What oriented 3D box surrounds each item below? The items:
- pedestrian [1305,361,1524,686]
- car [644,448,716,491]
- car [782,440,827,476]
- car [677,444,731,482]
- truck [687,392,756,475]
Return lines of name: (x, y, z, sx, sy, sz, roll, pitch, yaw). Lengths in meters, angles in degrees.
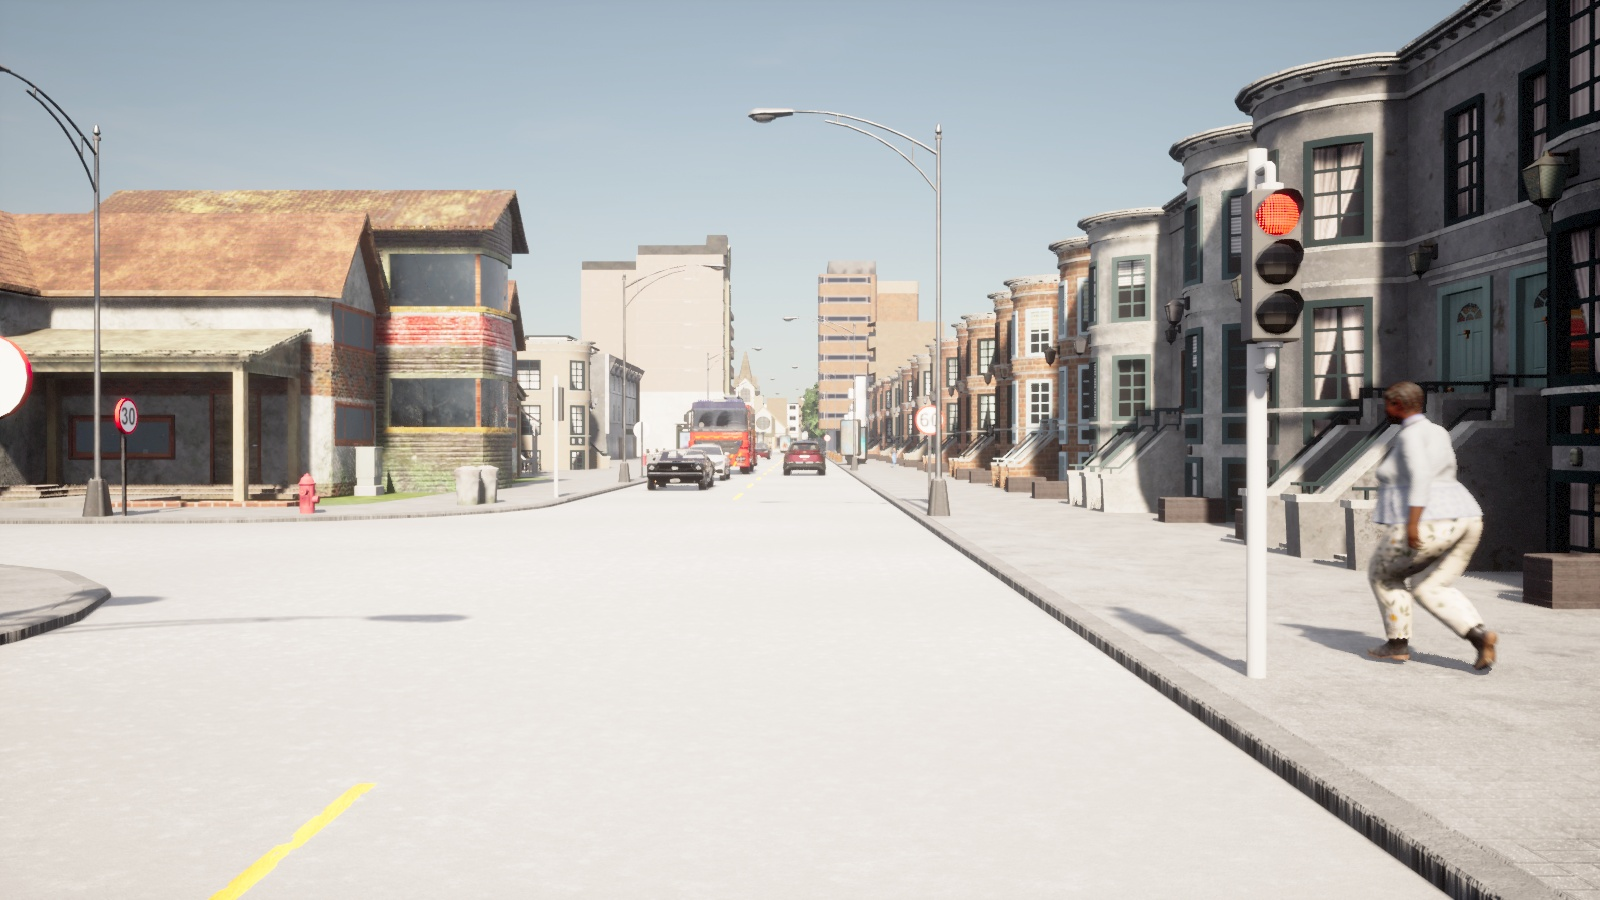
pedestrian: (3.795, 0.415, 7.778, 0.874, 1.855, 0.900, 0, 0, -35)
car: (-3.852, 0.612, 41.032, 1.895, 1.301, 4.718, 0, 0, 0)
car: (0.212, 0.342, 59.292, 2.033, 1.649, 4.856, 0, 0, 0)
car: (-3.820, 0.482, 50.824, 1.812, 1.442, 4.674, 0, 0, 0)
truck: (-3.776, -0.773, 62.368, 2.891, 3.827, 8.468, 0, 0, 0)
